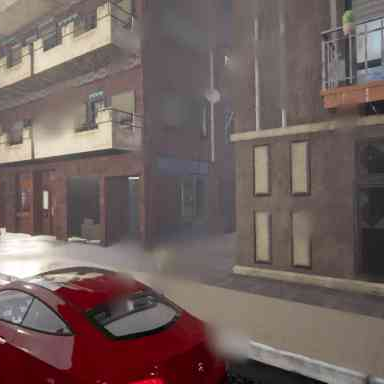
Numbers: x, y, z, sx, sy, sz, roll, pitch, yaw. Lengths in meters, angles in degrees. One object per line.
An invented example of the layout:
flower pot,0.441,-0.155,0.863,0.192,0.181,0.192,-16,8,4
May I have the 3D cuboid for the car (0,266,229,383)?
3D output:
car,-1.581,1.583,3.979,4.206,1.307,1.802,0,-1,36
